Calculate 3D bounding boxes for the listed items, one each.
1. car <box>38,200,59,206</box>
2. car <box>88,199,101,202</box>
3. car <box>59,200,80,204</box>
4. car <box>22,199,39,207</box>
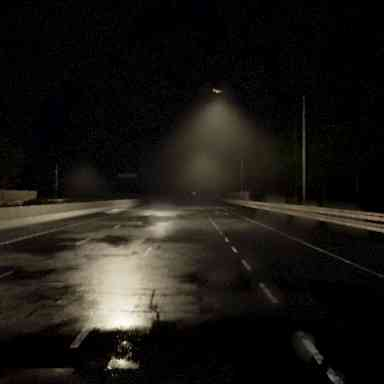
[{"bbox_3d":[-24.669,2.169,58.758,1.895,1.301,4.718,0,-1,0],"label":"car"},{"bbox_3d":[-17.680,2.066,60.651,1.882,1.535,5.008,0,-1,0],"label":"car"},{"bbox_3d":[-21.182,2.094,58.806,1.812,1.442,4.674,0,-1,0],"label":"car"},{"bbox_3d":[-28.163,2.071,58.740,1.837,1.490,4.892,0,-1,0],"label":"car"}]
